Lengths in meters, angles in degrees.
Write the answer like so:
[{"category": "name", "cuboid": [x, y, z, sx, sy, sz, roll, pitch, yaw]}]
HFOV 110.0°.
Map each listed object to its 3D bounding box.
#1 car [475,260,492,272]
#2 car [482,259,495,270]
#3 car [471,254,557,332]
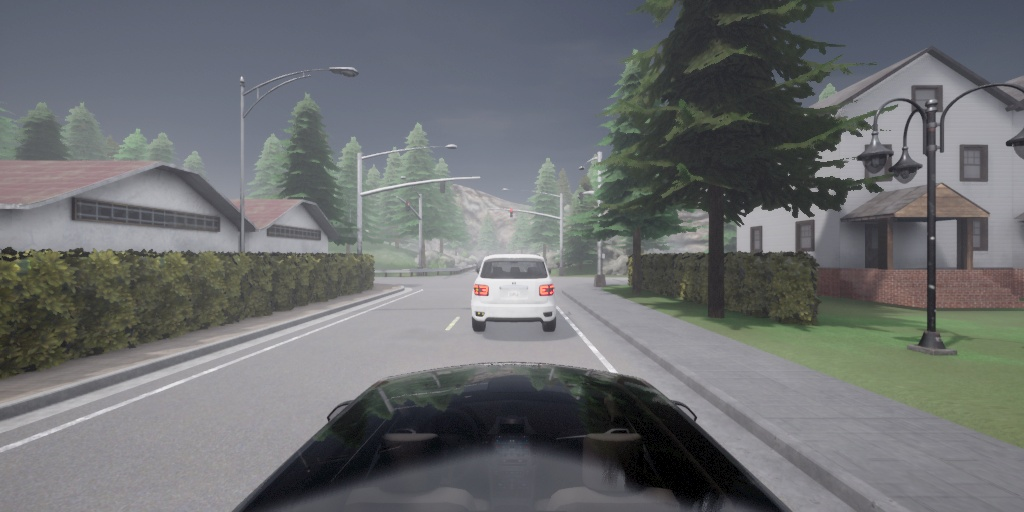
[{"category": "car", "cuboid": [-3.601, 1.254, 46.078, 1.837, 1.490, 4.892, 0, 0, 0]}, {"category": "car", "cuboid": [-3.600, 1.276, 55.314, 1.812, 1.442, 4.674, 0, 0, 0]}, {"category": "car", "cuboid": [0.064, 0.971, 11.003, 2.150, 2.045, 5.566, 0, 0, 0]}]
